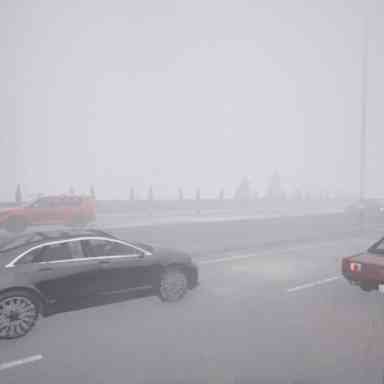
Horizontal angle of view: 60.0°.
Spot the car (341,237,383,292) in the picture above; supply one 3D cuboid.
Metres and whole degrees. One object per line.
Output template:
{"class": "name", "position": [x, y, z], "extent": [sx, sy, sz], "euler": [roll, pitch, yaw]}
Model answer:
{"class": "car", "position": [5.598, 1.602, 7.734], "extent": [4.718, 1.301, 1.895], "euler": [0, 0, -35]}

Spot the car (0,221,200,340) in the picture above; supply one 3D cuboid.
{"class": "car", "position": [-2.077, 1.492, 6.562], "extent": [4.902, 1.511, 2.128], "euler": [0, 0, -35]}

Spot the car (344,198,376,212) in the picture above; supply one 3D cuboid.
{"class": "car", "position": [17.372, 1.392, 33.712], "extent": [4.553, 1.767, 2.097], "euler": [0, 0, -37]}

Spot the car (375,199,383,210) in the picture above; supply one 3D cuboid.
{"class": "car", "position": [19.168, 1.565, 30.675], "extent": [4.674, 1.442, 1.812], "euler": [0, 0, -37]}

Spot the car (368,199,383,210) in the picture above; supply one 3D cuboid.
{"class": "car", "position": [26.048, 1.659, 45.783], "extent": [1.994, 1.385, 4.181], "euler": [0, 0, 45]}

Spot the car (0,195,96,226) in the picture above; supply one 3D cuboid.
{"class": "car", "position": [-8.457, 1.222, 19.453], "extent": [5.566, 2.045, 2.150], "euler": [0, 0, -35]}
